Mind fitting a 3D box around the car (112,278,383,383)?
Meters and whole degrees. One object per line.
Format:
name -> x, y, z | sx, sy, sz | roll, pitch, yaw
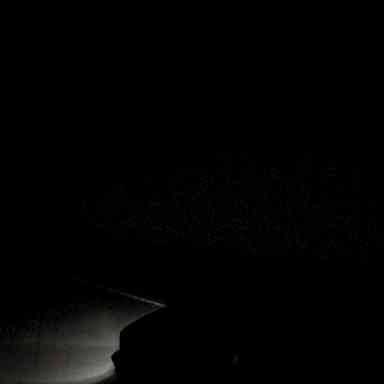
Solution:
car -> 1.707, 1.557, 2.851 | 5.357, 1.411, 2.033 | 0, 0, 36
